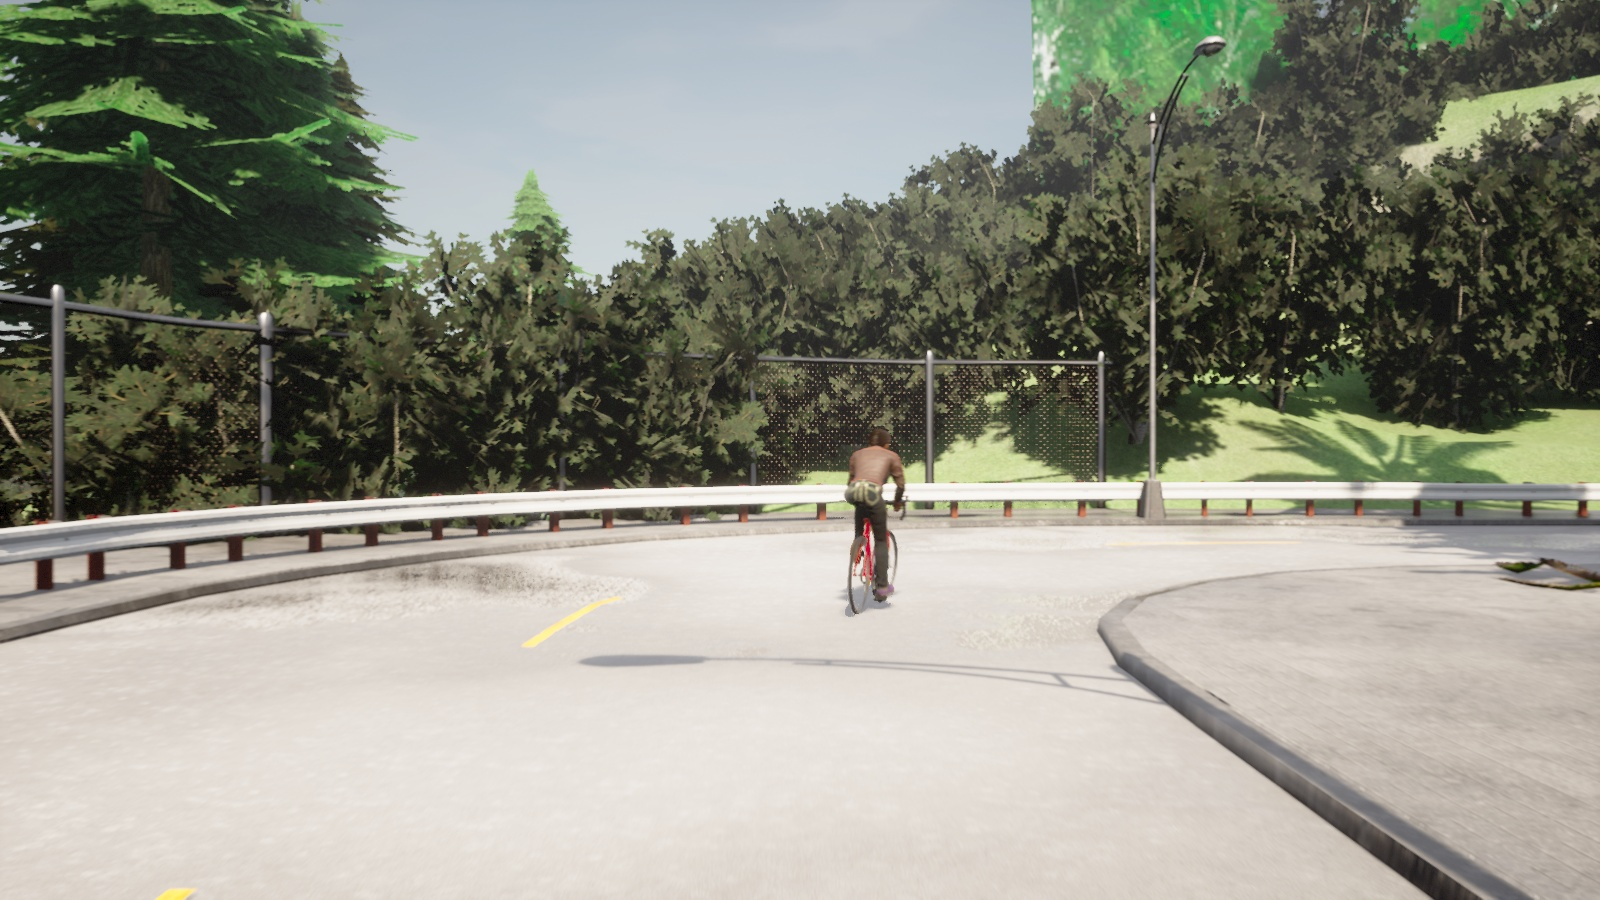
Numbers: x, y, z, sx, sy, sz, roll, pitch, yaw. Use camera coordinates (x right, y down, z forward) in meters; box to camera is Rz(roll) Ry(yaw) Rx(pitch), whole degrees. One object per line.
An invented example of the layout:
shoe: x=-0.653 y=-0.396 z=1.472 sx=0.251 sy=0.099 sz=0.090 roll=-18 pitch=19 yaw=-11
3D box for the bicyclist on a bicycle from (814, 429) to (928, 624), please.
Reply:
bicyclist on a bicycle: x=0.675 y=0.638 z=11.366 sx=0.582 sy=1.620 sz=1.656 roll=2 pitch=1 yaw=18
